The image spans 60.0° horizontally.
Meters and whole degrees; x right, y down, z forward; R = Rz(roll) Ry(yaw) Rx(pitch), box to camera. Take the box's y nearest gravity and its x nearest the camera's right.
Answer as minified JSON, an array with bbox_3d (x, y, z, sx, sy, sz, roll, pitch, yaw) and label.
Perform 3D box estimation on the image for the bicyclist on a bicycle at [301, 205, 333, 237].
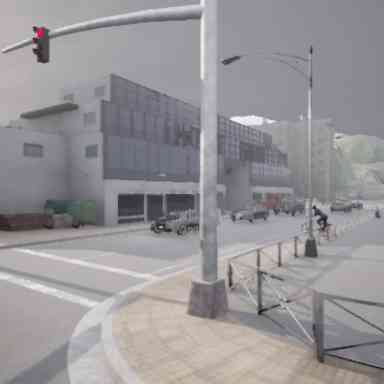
[{"bbox_3d":[6.657,1.545,17.715,1.656,1.620,0.582,0,0,35],"label":"bicyclist on a bicycle"}]

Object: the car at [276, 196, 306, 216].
[{"bbox_3d":[10.946,1.531,37.044,2.150,2.045,5.566,0,0,35],"label":"car"}]

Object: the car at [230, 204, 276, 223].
[{"bbox_3d":[5.027,1.762,28.514,2.128,1.511,4.902,0,0,35],"label":"car"}]

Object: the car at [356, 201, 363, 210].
[{"bbox_3d":[24.379,1.979,50.011,1.895,1.301,4.718,0,0,35],"label":"car"}]

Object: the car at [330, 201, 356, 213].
[{"bbox_3d":[18.697,1.833,41.790,2.128,1.511,4.902,0,0,35],"label":"car"}]

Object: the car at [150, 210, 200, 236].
[{"bbox_3d":[-0.625,1.798,20.341,1.994,1.385,4.181,0,0,35],"label":"car"}]
